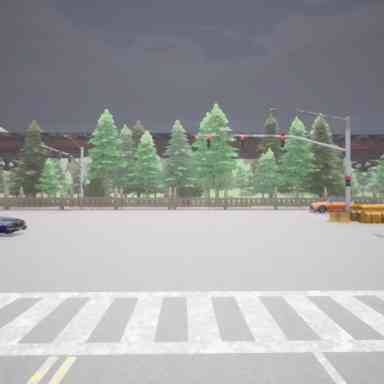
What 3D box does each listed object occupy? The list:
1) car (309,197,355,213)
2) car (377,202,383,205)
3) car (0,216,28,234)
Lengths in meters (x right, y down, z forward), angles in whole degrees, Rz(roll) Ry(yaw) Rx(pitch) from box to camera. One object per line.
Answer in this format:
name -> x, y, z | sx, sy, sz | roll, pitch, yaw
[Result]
car -> 14.912, 1.341, 35.534 | 4.553, 1.767, 2.097 | 0, 0, -2
car -> 16.876, 1.555, 28.586 | 4.181, 1.385, 1.994 | 0, 0, -2
car -> -11.453, 1.542, 17.010 | 5.357, 1.411, 2.033 | 0, 0, -2
